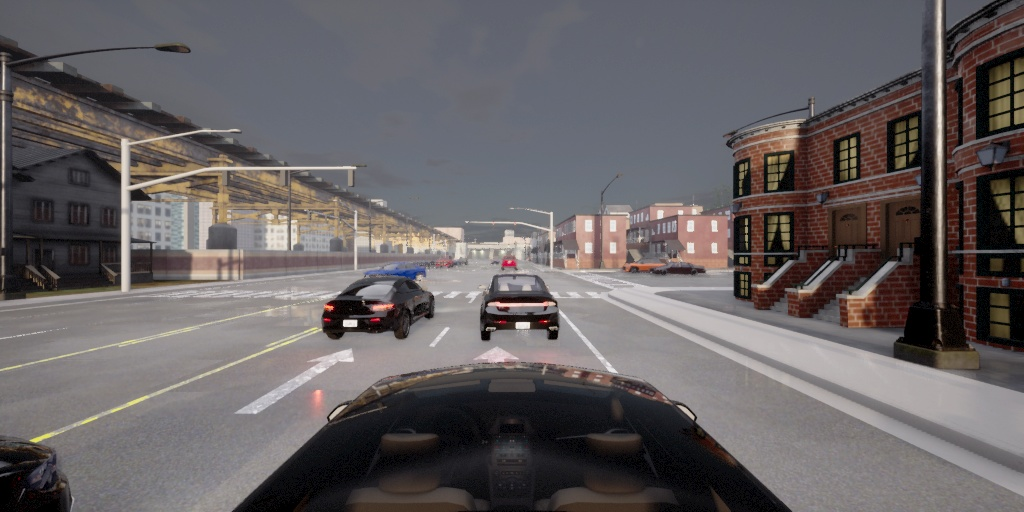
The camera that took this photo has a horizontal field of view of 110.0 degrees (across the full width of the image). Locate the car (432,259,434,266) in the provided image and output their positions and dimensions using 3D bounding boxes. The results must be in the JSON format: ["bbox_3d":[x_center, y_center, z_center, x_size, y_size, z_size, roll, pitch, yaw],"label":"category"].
[{"bbox_3d":[-14.239,1.314,56.571,1.994,1.385,4.181,0,0,0],"label":"car"}]

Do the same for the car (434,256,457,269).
[{"bbox_3d":[-10.747,0.971,57.671,2.150,2.045,5.566,0,0,-1],"label":"car"}]

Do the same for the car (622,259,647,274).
[{"bbox_3d":[14.753,1.103,40.225,4.553,1.767,2.097,0,0,0],"label":"car"}]

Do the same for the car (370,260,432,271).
[{"bbox_3d":[-8.448,1.227,26.123,1.882,1.535,5.008,-1,0,29],"label":"car"}]

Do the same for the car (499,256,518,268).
[{"bbox_3d":[-0.299,0.971,52.506,2.150,2.045,5.566,0,0,1],"label":"car"}]

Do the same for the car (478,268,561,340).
[{"bbox_3d":[0.091,1.242,9.927,2.128,1.511,4.902,0,0,-3],"label":"car"}]

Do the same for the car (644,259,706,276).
[{"bbox_3d":[16.896,1.297,36.741,5.357,1.411,2.033,0,0,0],"label":"car"}]

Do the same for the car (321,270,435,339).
[{"bbox_3d":[-3.451,1.276,9.960,1.812,1.442,4.674,0,0,0],"label":"car"}]
